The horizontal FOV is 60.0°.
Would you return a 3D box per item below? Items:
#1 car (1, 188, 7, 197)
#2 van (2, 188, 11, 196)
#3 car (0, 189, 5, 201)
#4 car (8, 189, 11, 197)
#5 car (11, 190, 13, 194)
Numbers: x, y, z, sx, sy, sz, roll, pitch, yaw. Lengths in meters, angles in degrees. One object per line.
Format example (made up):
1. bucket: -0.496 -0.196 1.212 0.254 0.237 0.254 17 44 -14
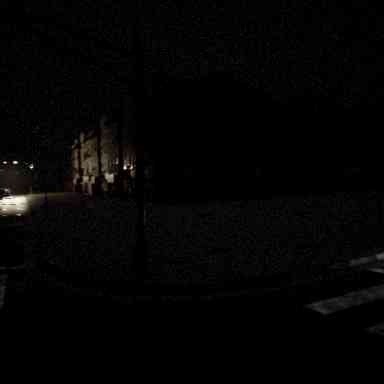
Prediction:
1. car: -31.423 0.506 53.581 1.967 1.590 4.097 0 1 -27
2. van: -45.674 0.026 81.941 1.690 1.788 3.998 -1 1 -27
3. car: -29.048 0.686 48.856 1.887 1.381 4.507 0 1 -27
4. car: -38.549 0.410 67.763 2.008 1.369 4.403 0 1 -27
5. car: -40.924 0.111 72.485 2.192 1.841 5.009 0 1 -27
